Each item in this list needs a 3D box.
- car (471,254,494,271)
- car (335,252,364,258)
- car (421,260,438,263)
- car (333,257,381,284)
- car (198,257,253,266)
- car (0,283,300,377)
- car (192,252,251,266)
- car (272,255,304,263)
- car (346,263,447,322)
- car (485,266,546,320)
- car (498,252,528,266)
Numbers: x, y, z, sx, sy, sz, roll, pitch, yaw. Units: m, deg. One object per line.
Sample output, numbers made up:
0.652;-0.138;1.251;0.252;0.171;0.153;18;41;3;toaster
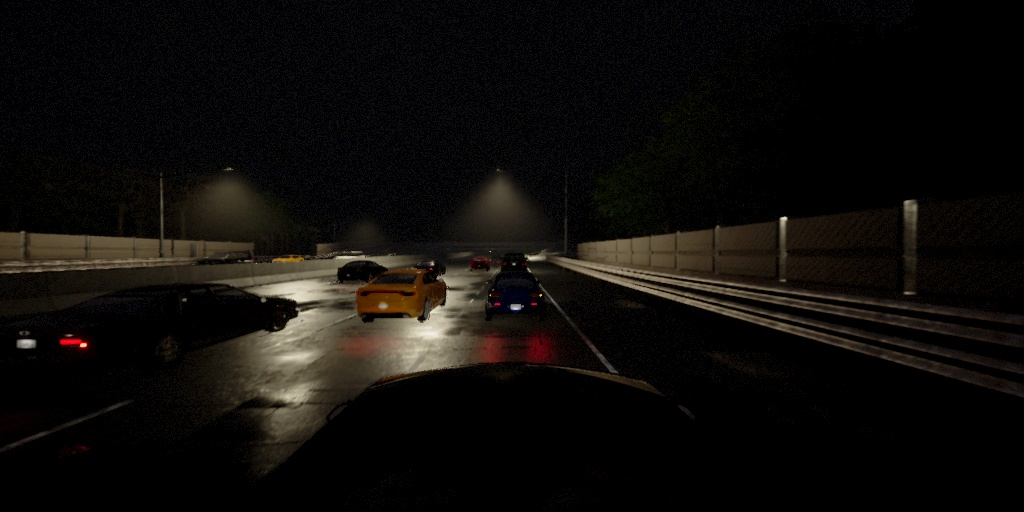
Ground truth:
-3.370;0.809;39.485;1.882;1.535;5.008;0;1;0;car
-20.866;0.445;45.966;2.150;2.045;5.566;0;1;1;car
-6.829;1.033;30.051;2.033;1.411;5.357;0;1;0;car
-10.352;1.042;25.173;1.882;1.535;5.008;0;1;0;car
-24.515;1.056;31.712;1.895;1.301;4.718;0;1;0;car
-6.899;1.284;7.605;2.033;1.411;5.357;0;0;0;car
-27.988;0.624;34.971;2.150;2.045;5.566;0;1;1;car
-31.286;0.629;50.254;1.882;1.535;5.008;0;1;1;car
-3.493;1.192;12.212;1.882;1.535;5.008;0;0;0;car
0.109;1.239;12.331;1.812;1.442;4.674;0;0;0;car
0.189;0.693;30.982;2.150;2.045;5.566;0;1;1;car
